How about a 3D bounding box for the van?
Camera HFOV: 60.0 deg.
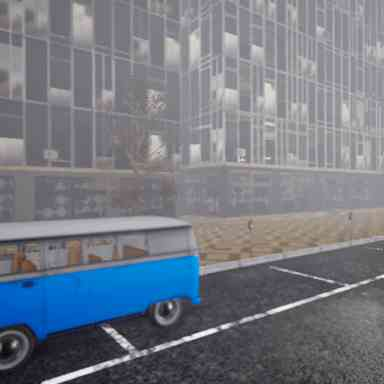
[{"bbox_3d":[-1.759,1.331,5.304,3.998,1.788,1.690,0,0,-36],"label":"van"}]
